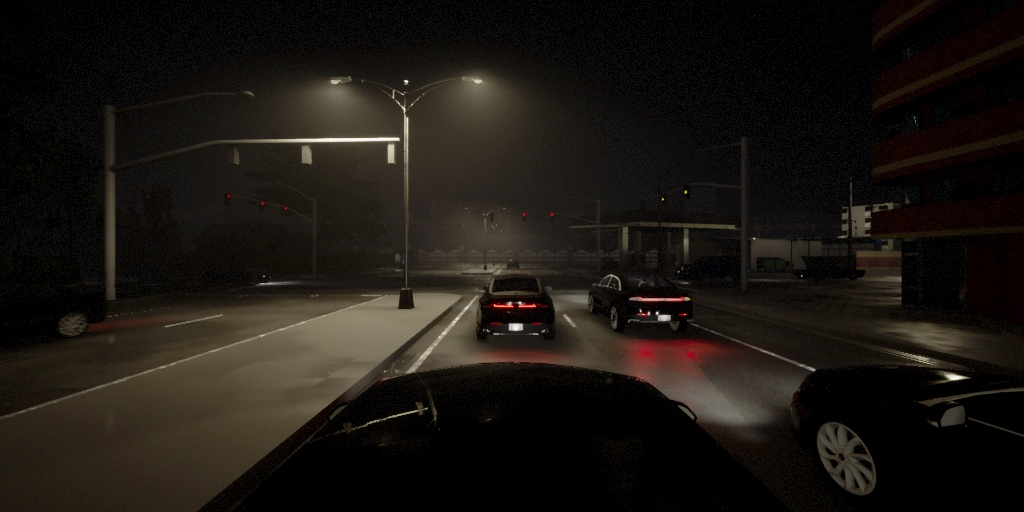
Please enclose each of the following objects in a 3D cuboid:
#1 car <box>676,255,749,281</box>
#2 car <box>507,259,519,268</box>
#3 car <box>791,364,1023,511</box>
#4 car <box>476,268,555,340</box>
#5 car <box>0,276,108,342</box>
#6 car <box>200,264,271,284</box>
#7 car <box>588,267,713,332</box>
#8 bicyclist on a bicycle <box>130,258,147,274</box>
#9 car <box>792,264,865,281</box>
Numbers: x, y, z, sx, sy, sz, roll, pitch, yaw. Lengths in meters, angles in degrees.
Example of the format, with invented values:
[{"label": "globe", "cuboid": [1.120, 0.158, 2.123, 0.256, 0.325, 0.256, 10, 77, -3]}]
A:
[{"label": "car", "cuboid": [16.627, 0.972, 29.858, 5.566, 2.045, 2.150, 0, 0, -1]}, {"label": "car", "cuboid": [0.189, 1.241, 57.802, 2.128, 1.511, 4.902, 0, 0, 0]}, {"label": "car", "cuboid": [3.600, 1.255, 1.452, 1.837, 1.490, 4.892, 0, 0, 0]}, {"label": "car", "cuboid": [0.094, 1.255, 10.004, 1.837, 1.490, 4.892, 0, 0, 0]}, {"label": "car", "cuboid": [-11.558, 1.227, 7.237, 1.882, 1.535, 5.008, 0, 0, 0]}, {"label": "car", "cuboid": [-20.223, 1.314, 26.352, 4.181, 1.385, 1.994, 0, 0, 0]}, {"label": "car", "cuboid": [3.601, 1.242, 10.860, 2.128, 1.511, 4.902, 0, 0, 0]}, {"label": "bicyclist on a bicycle", "cuboid": [-38.235, 1.053, 36.726, 0.582, 1.620, 1.656, 0, 0, 0]}, {"label": "car", "cuboid": [26.414, 1.351, 30.001, 4.718, 1.301, 1.895, 0, 0, -1]}]
